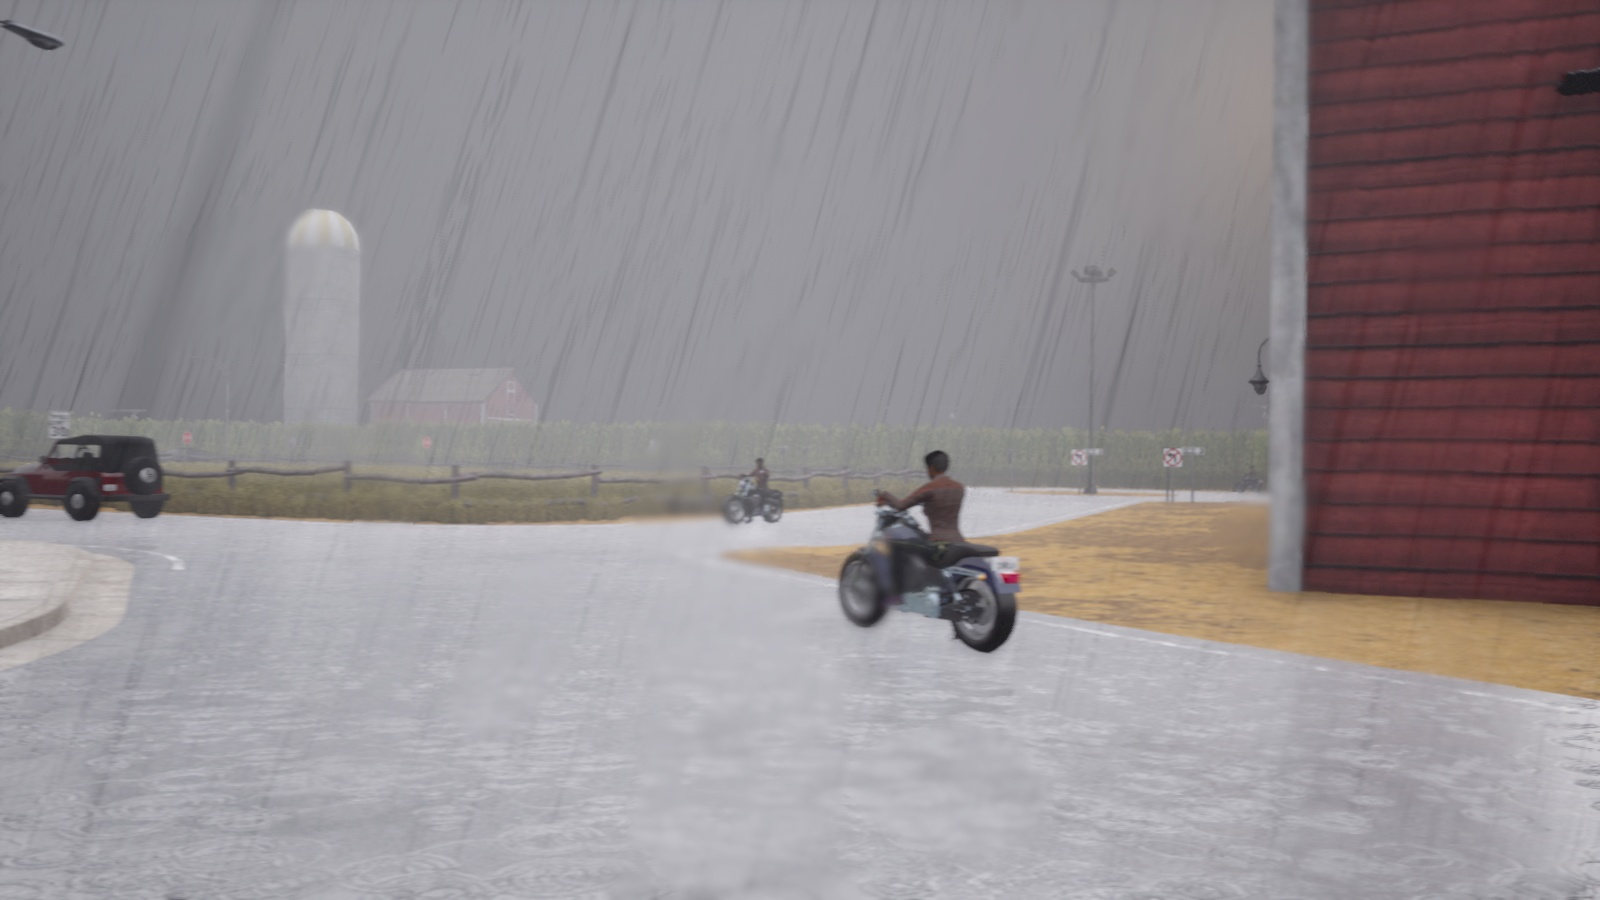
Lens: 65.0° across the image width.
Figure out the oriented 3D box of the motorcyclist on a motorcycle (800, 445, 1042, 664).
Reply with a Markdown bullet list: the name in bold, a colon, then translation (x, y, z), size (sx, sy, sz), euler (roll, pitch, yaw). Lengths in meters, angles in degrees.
- **motorcyclist on a motorcycle**: translation (0.950, 0.798, 10.646), size (0.766, 1.649, 2.350), euler (1, -1, -32)

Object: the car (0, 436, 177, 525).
- **car**: translation (-16.188, 0.651, 28.173), size (3.866, 1.878, 1.905), euler (0, 0, 24)

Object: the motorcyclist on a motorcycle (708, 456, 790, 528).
- **motorcyclist on a motorcycle**: translation (-1.188, 0.971, 29.865), size (0.766, 1.649, 2.350), euler (0, 0, 31)

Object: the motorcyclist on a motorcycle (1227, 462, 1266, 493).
- **motorcyclist on a motorcycle**: translation (24.657, 1.504, 69.359), size (0.766, 1.649, 2.350), euler (0, 0, -16)
